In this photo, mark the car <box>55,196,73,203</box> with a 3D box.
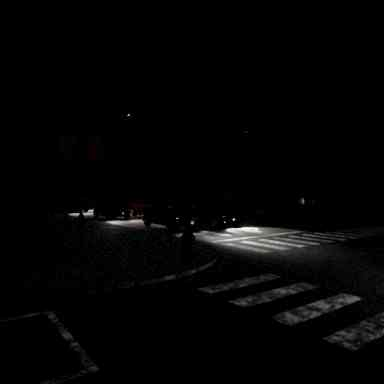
[{"bbox_3d":[-25.030,1.436,65.087,2.033,1.411,5.357,0,0,-36],"label":"car"}]

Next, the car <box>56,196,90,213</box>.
[{"bbox_3d":[-13.120,1.493,37.003,2.033,1.411,5.357,0,0,-36],"label":"car"}]

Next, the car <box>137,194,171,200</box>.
[{"bbox_3d":[-3.545,1.311,29.238,2.097,1.767,4.553,0,0,-36],"label":"car"}]

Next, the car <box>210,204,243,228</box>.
[{"bbox_3d":[1.439,1.536,22.291,1.994,1.385,4.181,0,0,-36],"label":"car"}]

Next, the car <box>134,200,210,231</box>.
[{"bbox_3d":[-1.415,1.467,20.695,2.128,1.511,4.902,0,0,-36],"label":"car"}]

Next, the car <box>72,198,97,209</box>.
[{"bbox_3d":[-14.428,1.532,44.469,1.895,1.301,4.718,0,0,-35],"label":"car"}]

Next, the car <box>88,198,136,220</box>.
[{"bbox_3d":[-6.903,1.466,28.344,1.837,1.490,4.892,0,0,-36],"label":"car"}]

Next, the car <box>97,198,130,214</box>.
[{"bbox_3d":[-8.671,1.471,36.396,1.812,1.442,4.674,0,0,-36],"label":"car"}]
